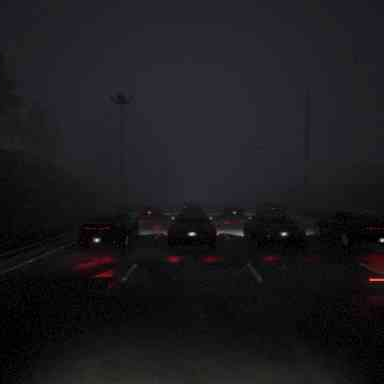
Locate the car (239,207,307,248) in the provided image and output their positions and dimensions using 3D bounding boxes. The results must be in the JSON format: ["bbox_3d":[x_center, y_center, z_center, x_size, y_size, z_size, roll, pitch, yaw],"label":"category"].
[{"bbox_3d":[3.500,1.572,14.650,1.994,1.385,4.181,0,0,0],"label":"car"}]

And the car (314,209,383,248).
[{"bbox_3d":[7.000,1.516,14.650,1.837,1.490,4.892,0,0,0],"label":"car"}]

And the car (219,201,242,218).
[{"bbox_3d":[3.500,1.533,29.650,1.812,1.442,4.674,0,0,0],"label":"car"}]

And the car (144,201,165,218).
[{"bbox_3d":[-3.500,1.533,29.650,1.812,1.442,4.674,0,0,0],"label":"car"}]

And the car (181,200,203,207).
[{"bbox_3d":[0.000,1.495,29.650,2.128,1.511,4.902,0,0,0],"label":"car"}]

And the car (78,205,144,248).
[{"bbox_3d":[-3.500,1.516,14.650,1.837,1.490,4.892,0,0,0],"label":"car"}]

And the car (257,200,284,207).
[{"bbox_3d":[7.000,1.516,29.650,1.837,1.490,4.892,0,0,0],"label":"car"}]

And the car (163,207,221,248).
[{"bbox_3d":[0.000,1.572,14.650,1.994,1.385,4.181,0,0,0],"label":"car"}]
